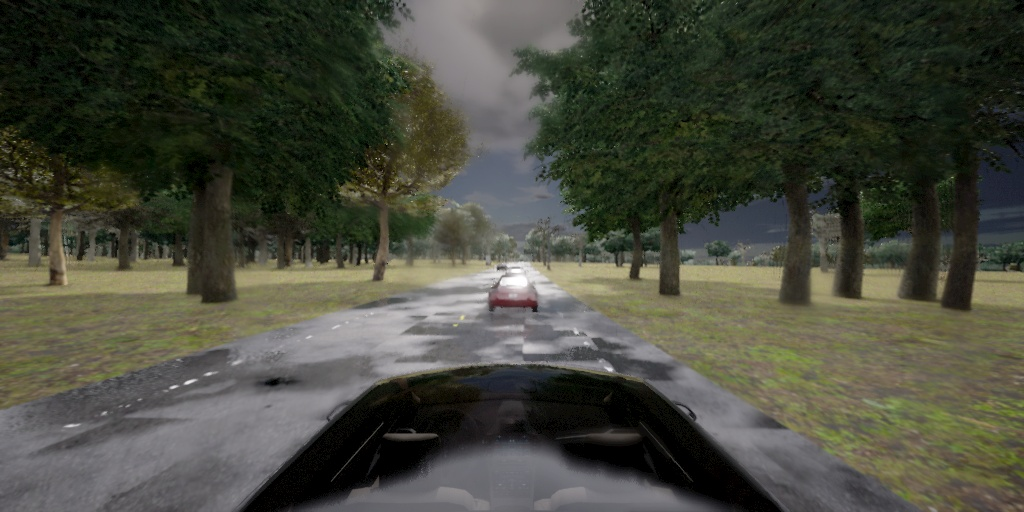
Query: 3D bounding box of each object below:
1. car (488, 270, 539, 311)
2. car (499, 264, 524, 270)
[{"bbox_3d":[0.095,1.468,15.351,1.994,1.385,4.181,0,-1,1],"label":"car"},{"bbox_3d":[0.309,1.615,29.363,2.033,1.411,5.357,0,-1,2],"label":"car"}]
